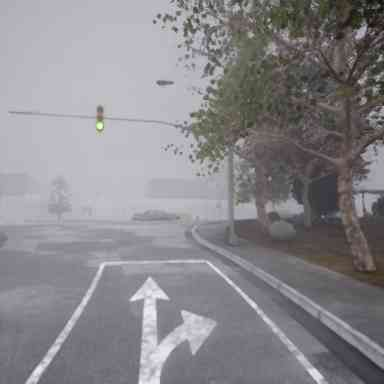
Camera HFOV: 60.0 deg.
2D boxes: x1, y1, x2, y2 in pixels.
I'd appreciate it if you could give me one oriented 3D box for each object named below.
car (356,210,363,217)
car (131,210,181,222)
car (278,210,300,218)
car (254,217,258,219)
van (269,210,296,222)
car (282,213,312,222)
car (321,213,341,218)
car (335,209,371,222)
[{"bbox_3d":[31.858,4.214,58.098,4.902,1.511,2.128,1,-6,-14],"label":"car"},{"bbox_3d":[-3.968,2.660,36.602,5.357,1.411,2.033,0,-5,-15],"label":"car"},{"bbox_3d":[16.254,4.100,54.121,4.181,1.385,1.994,1,-6,-15],"label":"car"},{"bbox_3d":[13.149,4.508,58.262,1.946,1.575,5.366,4,-8,-34],"label":"car"},{"bbox_3d":[15.993,4.328,59.091,1.878,1.987,4.442,4,-8,-34],"label":"van"},{"bbox_3d":[18.797,4.631,59.923,2.163,1.488,4.792,3,-8,-34],"label":"car"},{"bbox_3d":[24.592,4.668,61.392,2.231,1.521,4.892,3,-8,-34],"label":"car"},{"bbox_3d":[30.339,4.496,62.943,2.435,2.045,5.566,3,-8,-34],"label":"car"}]
